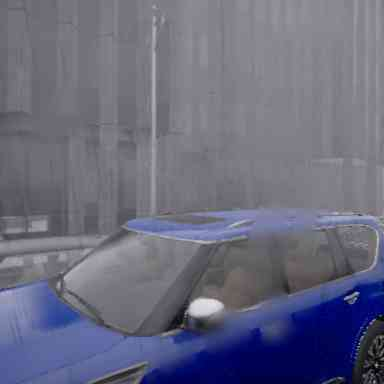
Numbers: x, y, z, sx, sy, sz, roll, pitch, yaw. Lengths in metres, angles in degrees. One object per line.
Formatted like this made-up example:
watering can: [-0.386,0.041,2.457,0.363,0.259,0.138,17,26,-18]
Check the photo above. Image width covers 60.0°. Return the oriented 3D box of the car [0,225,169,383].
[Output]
car: [-2.596,1.446,4.799,4.097,1.590,1.967,1,-1,-35]

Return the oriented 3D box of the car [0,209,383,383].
car: [0.108,1.240,3.455,5.566,2.045,2.150,1,0,-36]
